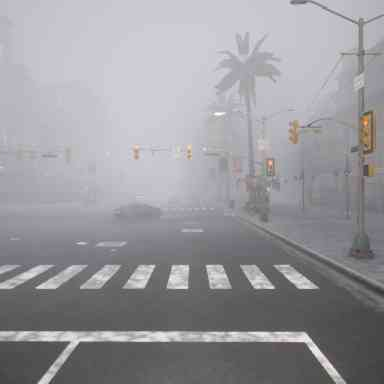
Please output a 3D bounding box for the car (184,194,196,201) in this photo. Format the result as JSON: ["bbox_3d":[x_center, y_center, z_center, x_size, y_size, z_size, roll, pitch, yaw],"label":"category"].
[{"bbox_3d":[-0.135,1.355,85.369,2.097,1.767,4.553,0,0,-4],"label":"car"}]

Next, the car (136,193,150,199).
[{"bbox_3d":[-10.510,1.221,66.989,2.150,2.045,5.566,0,0,0],"label":"car"}]

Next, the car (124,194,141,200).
[{"bbox_3d":[-10.538,1.547,56.742,2.033,1.411,5.357,0,0,1],"label":"car"}]

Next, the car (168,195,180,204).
[{"bbox_3d":[-3.403,1.564,62.171,1.994,1.385,4.181,0,0,0],"label":"car"}]

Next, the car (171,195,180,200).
[{"bbox_3d":[-4.697,1.553,94.189,1.994,1.385,4.181,0,0,-12],"label":"car"}]

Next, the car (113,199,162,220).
[{"bbox_3d":[-4.554,1.564,28.051,1.994,1.385,4.181,0,0,43],"label":"car"}]

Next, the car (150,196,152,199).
[{"bbox_3d":[-10.498,1.478,77.441,1.882,1.535,5.008,0,0,0],"label":"car"}]
